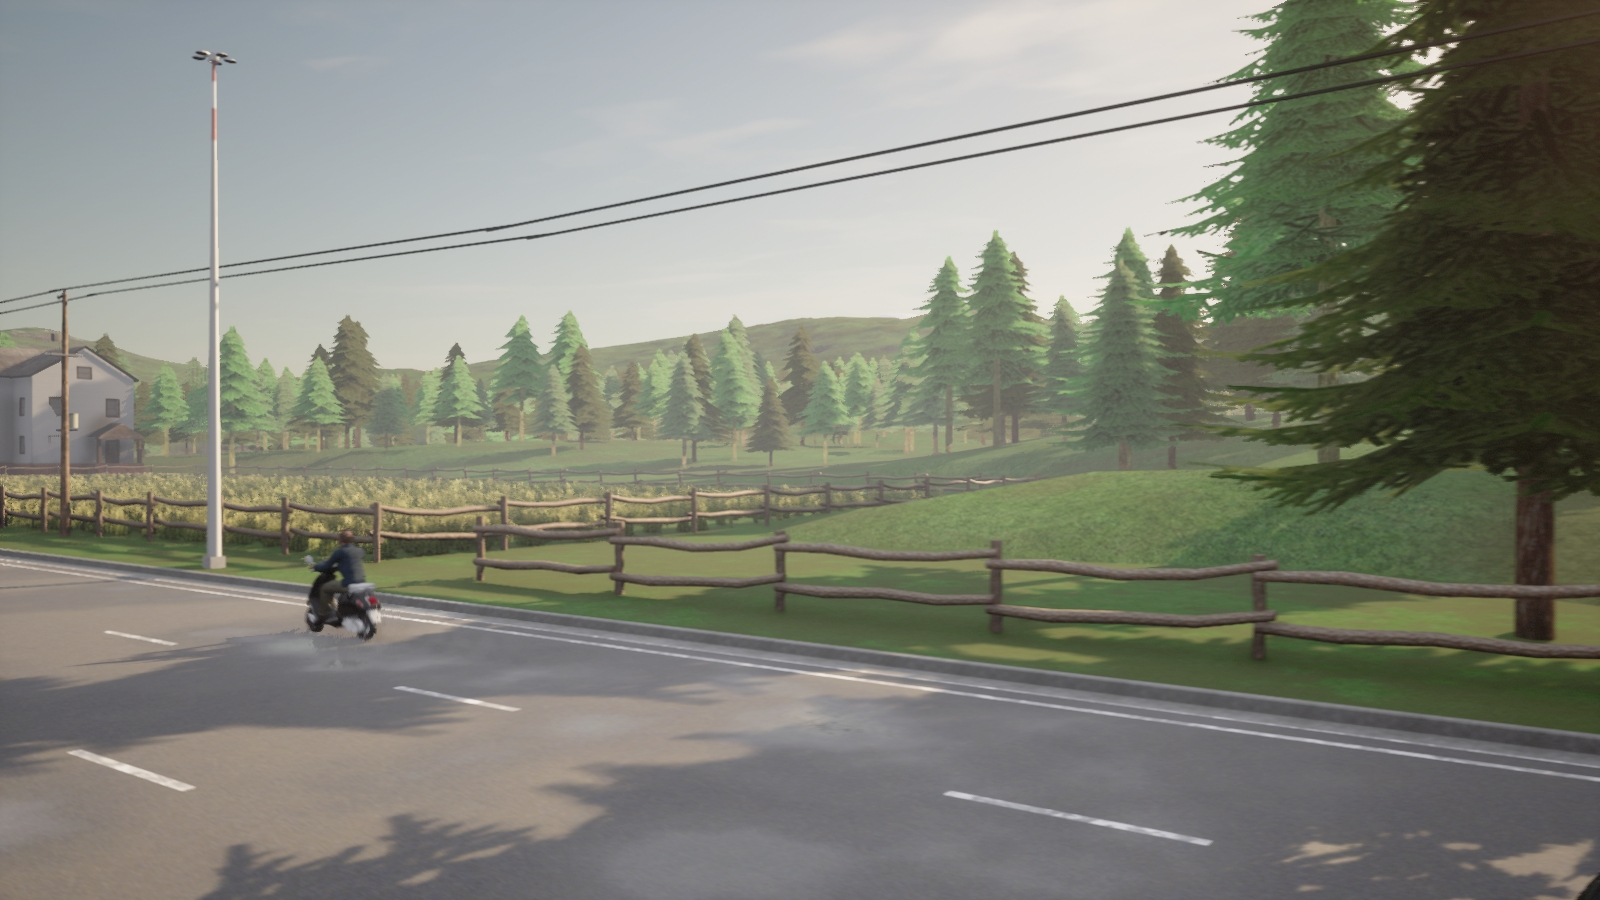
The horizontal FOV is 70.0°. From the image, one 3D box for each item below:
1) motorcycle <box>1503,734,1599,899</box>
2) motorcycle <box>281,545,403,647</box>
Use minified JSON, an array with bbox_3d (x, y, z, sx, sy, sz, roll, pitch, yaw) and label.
[{"bbox_3d":[4.225,2.142,5.098,1.805,1.316,0.856,0,0,35],"label":"motorcycle"},{"bbox_3d":[-6.879,2.153,17.146,1.805,1.316,0.856,0,0,35],"label":"motorcycle"}]
